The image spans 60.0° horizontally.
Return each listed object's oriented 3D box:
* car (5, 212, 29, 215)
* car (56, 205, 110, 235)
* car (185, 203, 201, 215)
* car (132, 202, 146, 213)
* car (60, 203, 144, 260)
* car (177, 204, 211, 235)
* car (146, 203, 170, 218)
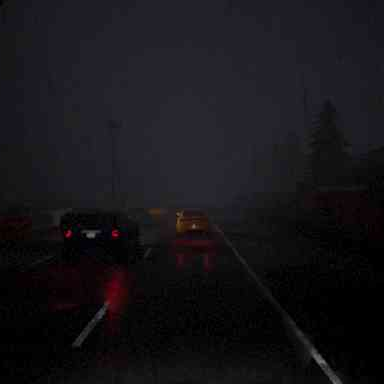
[{"bbox_3d":[-14.001,1.909,26.449,1.895,1.301,4.718,0,-1,0],"label":"car"},{"bbox_3d":[-6.901,1.731,21.750,1.882,1.535,5.008,0,0,0],"label":"car"},{"bbox_3d":[0.098,2.077,40.872,1.895,1.301,4.718,0,-1,0],"label":"car"},{"bbox_3d":[-6.902,1.991,42.803,2.128,1.511,4.902,0,-1,0],"label":"car"},{"bbox_3d":[-3.400,1.507,13.322,2.097,1.767,4.553,0,-1,0],"label":"car"},{"bbox_3d":[0.100,1.716,20.378,1.882,1.535,5.008,0,0,0],"label":"car"},{"bbox_3d":[-3.400,1.891,35.483,1.882,1.535,5.008,0,0,0],"label":"car"}]
